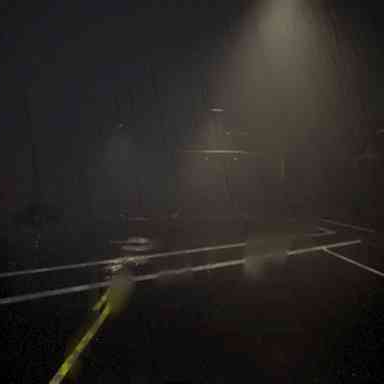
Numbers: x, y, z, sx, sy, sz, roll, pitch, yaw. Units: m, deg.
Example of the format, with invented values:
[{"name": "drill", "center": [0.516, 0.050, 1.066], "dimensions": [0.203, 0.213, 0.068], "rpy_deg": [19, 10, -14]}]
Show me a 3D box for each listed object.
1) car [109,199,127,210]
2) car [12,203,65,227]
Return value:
[{"name": "car", "center": [-10.526, 1.757, 47.885], "dimensions": [1.812, 1.442, 4.674], "rpy_deg": [0, -1, 0]}, {"name": "car", "center": [-10.510, 1.542, 23.158], "dimensions": [1.882, 1.535, 5.008], "rpy_deg": [0, 0, 0]}]
